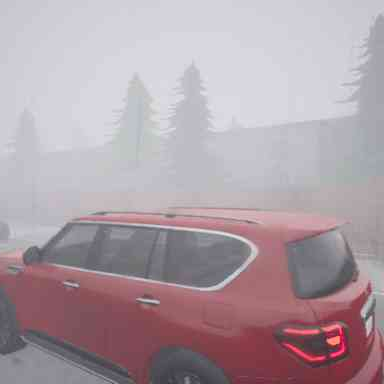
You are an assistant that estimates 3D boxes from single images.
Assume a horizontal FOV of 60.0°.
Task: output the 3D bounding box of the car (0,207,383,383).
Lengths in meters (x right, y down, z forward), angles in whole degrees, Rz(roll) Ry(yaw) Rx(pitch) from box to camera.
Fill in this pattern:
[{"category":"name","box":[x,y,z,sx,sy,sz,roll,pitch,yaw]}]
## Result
[{"category":"car","box":[-0.644,1.227,4.452,5.566,2.045,2.150,0,0,36]}]
